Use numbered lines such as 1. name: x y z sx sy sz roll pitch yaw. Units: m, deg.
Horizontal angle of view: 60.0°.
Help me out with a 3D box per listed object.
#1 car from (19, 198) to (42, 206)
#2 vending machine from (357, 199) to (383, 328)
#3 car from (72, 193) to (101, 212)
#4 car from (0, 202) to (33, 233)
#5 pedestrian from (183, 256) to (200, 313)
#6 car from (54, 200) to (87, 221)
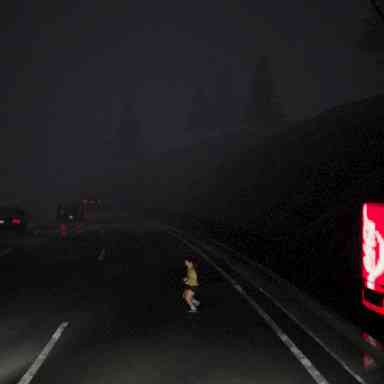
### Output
1. car: -25.481 1.538 52.336 4.718 1.301 1.895 0 0 42
2. vending machine: 3.675 1.188 5.814 1.100 2.100 0.880 0 0 -6
3. car: -11.935 1.174 37.118 2.150 2.045 5.566 0 -1 -34
4. car: -10.416 1.525 18.838 2.033 1.411 5.357 0 0 -23
5. pedestrian: 0.036 1.666 6.185 0.500 1.100 0.500 0 0 -7
6. car: -10.119 1.568 27.041 1.895 1.301 4.718 0 0 -26
